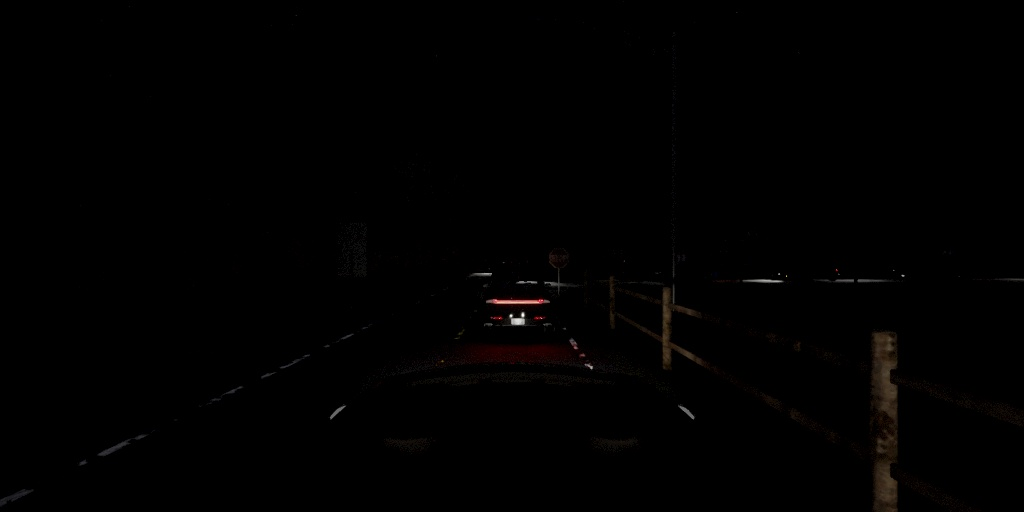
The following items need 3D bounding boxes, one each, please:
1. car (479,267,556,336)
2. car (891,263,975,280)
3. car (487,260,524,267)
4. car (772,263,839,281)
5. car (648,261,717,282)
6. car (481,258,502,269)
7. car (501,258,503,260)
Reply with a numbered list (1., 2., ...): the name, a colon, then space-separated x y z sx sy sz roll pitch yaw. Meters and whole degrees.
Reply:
1. car: 0.148 1.241 10.377 2.128 1.511 4.902 0 0 0
2. car: 32.747 1.213 28.036 4.718 1.301 1.895 0 0 -1
3. car: 0.047 1.308 29.636 1.994 1.385 4.181 0 0 -32
4. car: 22.801 1.219 27.928 4.181 1.385 1.994 0 0 0
5. car: 13.144 1.173 27.793 5.008 1.535 1.882 0 0 -2
6. car: -2.595 1.293 43.252 1.994 1.385 4.181 0 0 1
7. car: -2.494 1.213 56.103 1.837 1.490 4.892 0 0 0
